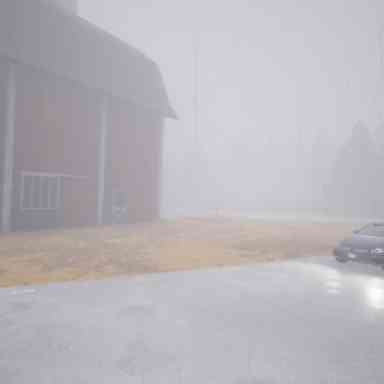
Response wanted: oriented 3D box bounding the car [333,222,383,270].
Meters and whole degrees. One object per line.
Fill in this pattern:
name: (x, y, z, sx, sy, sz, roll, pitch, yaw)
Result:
car: (7.104, 1.861, 12.094, 4.674, 1.442, 1.812, 2, 0, -34)
